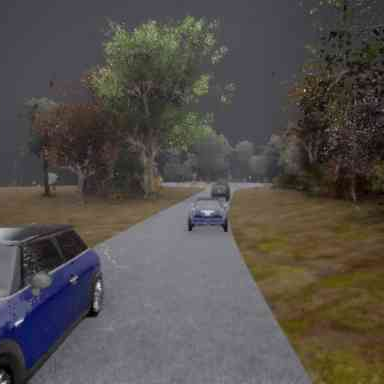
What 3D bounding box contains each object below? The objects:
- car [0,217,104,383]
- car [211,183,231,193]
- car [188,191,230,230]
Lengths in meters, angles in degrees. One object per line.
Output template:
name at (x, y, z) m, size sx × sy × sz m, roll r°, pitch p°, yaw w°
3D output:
car at (-2.726, 1.322, 4.329) m, size 2.097 × 1.767 × 4.553 m, roll 1°, pitch 0°, yaw 1°
car at (3.603, -0.111, 41.539) m, size 2.150 × 2.045 × 5.566 m, roll 1°, pitch 4°, yaw 9°
car at (0.963, 1.066, 18.976) m, size 2.097 × 1.767 × 4.553 m, roll 0°, pitch 2°, yaw 4°
